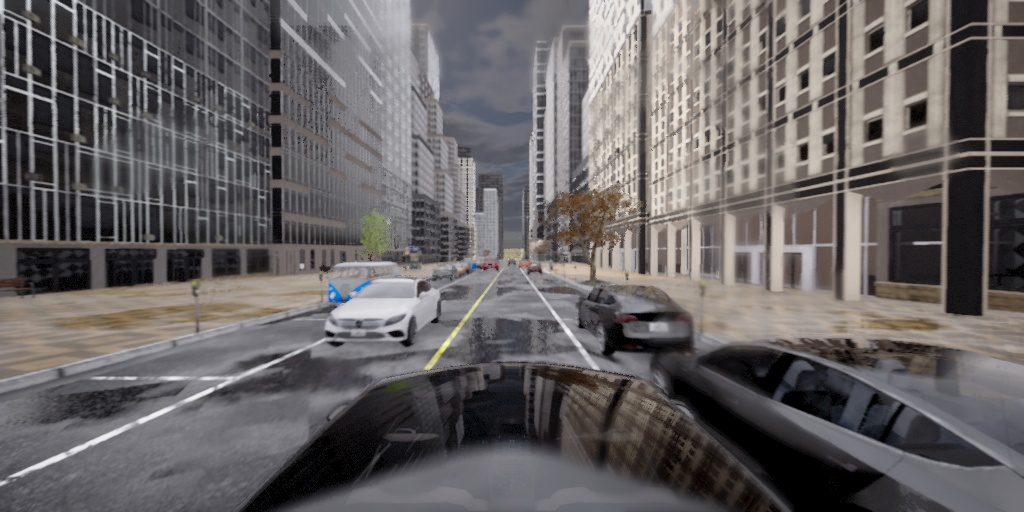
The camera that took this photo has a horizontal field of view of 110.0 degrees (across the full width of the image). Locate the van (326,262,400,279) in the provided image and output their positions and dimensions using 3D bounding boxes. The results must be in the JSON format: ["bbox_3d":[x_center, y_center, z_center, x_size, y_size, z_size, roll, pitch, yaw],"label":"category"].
[{"bbox_3d":[-5.696,1.129,14.229,1.690,1.789,3.998,0,0,0],"label":"van"}]

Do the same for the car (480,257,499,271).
[{"bbox_3d":[-3.088,1.151,53.029,2.150,2.045,5.566,0,0,0],"label":"car"}]

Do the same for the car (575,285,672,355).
[{"bbox_3d":[2.688,1.335,8.610,1.948,1.339,4.313,0,0,0],"label":"car"}]

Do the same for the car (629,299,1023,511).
[{"bbox_3d":[2.692,1.319,2.985,1.948,1.339,4.313,0,0,0],"label":"car"}]

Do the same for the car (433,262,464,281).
[{"bbox_3d":[-5.707,1.395,31.104,2.007,1.370,4.403,0,0,0],"label":"car"}]

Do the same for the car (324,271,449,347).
[{"bbox_3d":[-3.095,1.299,9.570,1.812,1.442,4.674,0,0,0],"label":"car"}]

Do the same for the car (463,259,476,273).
[{"bbox_3d":[-5.714,1.432,42.354,1.888,1.381,4.507,0,0,0],"label":"car"}]

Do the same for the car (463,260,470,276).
[{"bbox_3d":[-5.711,1.391,36.559,1.751,1.417,4.829,0,0,0],"label":"car"}]

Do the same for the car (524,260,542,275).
[{"bbox_3d":[2.667,1.467,42.360,1.802,1.307,4.207,0,0,0],"label":"car"}]

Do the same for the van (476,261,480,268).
[{"bbox_3d":[-5.717,1.250,47.978,1.690,1.789,3.998,0,0,0],"label":"van"}]
